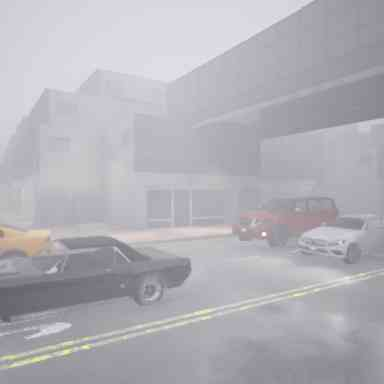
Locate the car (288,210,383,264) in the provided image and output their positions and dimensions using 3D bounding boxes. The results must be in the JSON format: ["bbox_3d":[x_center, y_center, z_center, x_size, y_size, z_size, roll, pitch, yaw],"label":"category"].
[{"bbox_3d":[5.827,1.526,11.857,4.674,1.442,1.812,0,0,-32],"label":"car"}]

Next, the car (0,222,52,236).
[{"bbox_3d":[-6.258,1.477,8.605,5.008,1.535,1.882,0,0,-29],"label":"car"}]

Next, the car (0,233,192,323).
[{"bbox_3d":[-2.449,1.601,6.574,4.718,1.301,1.895,0,0,-33],"label":"car"}]

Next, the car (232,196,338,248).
[{"bbox_3d":[4.444,1.225,15.128,5.566,2.045,2.150,0,0,-33],"label":"car"}]
